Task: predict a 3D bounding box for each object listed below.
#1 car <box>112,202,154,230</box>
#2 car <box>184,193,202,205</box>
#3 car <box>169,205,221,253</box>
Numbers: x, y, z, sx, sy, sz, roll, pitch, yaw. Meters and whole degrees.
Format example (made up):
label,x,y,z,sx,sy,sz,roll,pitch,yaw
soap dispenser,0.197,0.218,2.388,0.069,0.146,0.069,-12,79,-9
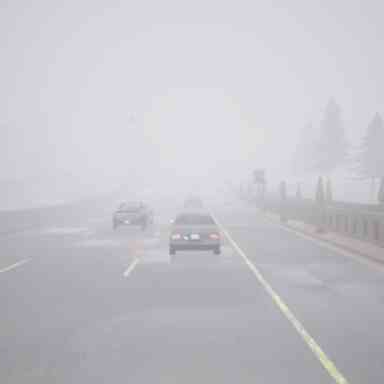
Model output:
label,x,y,z,sx,sy,sz,roll,pitch,yaw
car,-3.407,1.346,19.803,2.128,1.511,4.902,0,0,0
car,0.086,0.824,36.117,1.812,1.442,4.674,0,4,0
car,0.095,1.451,13.096,2.033,1.411,5.357,0,0,0
